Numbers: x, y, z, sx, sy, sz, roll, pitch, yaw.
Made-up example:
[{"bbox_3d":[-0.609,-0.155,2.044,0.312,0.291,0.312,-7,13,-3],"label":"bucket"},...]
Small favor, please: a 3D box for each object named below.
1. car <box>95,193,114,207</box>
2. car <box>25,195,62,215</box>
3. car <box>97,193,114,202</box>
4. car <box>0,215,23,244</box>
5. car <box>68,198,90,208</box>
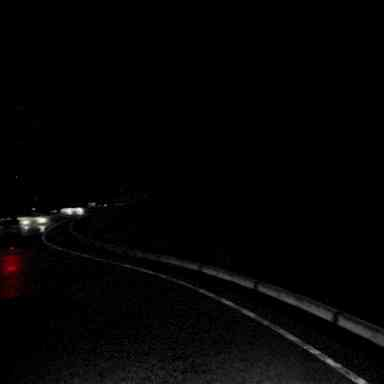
[{"bbox_3d":[-12.872,1.374,49.227,2.033,1.411,5.357,-1,1,-2],"label":"car"},{"bbox_3d":[-15.743,1.326,35.668,2.150,2.045,5.566,-1,1,-2],"label":"car"},{"bbox_3d":[-16.766,1.052,64.788,2.128,1.511,4.902,-1,2,-2],"label":"car"},{"bbox_3d":[-9.219,1.733,15.957,1.895,1.301,4.718,-1,0,-26],"label":"car"},{"bbox_3d":[-16.241,1.519,47.809,1.895,1.301,4.718,-1,1,-2],"label":"car"}]
